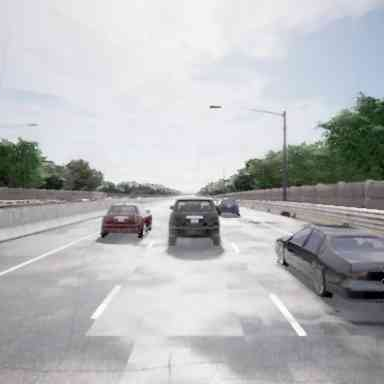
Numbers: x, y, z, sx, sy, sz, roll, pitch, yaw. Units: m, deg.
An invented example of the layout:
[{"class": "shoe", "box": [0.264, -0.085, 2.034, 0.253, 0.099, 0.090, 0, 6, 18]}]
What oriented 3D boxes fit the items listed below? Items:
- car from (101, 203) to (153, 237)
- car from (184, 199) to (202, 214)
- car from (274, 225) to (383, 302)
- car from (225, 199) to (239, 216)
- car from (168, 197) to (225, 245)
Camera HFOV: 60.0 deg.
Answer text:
[{"class": "car", "box": [-3.401, 1.369, 18.130, 2.097, 1.767, 4.553, 0, 0, 0]}, {"class": "car", "box": [0.098, 1.620, 37.569, 1.882, 1.535, 5.008, 0, -1, 0]}, {"class": "car", "box": [3.600, 1.552, 8.469, 2.033, 1.411, 5.357, 0, 0, 0]}, {"class": "car", "box": [3.599, 1.465, 34.479, 2.097, 1.767, 4.553, 0, 0, 0]}, {"class": "car", "box": [0.100, 1.233, 15.681, 2.150, 2.045, 5.566, 0, 0, 0]}]
